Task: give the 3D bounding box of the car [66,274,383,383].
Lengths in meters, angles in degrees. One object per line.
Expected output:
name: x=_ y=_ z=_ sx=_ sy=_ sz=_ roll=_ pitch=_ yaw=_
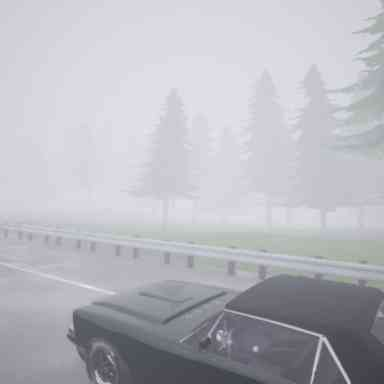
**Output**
car: x=0.805 y=1.592 z=3.406 sx=4.718 sy=1.301 sz=1.895 roll=0 pitch=0 yaw=36
